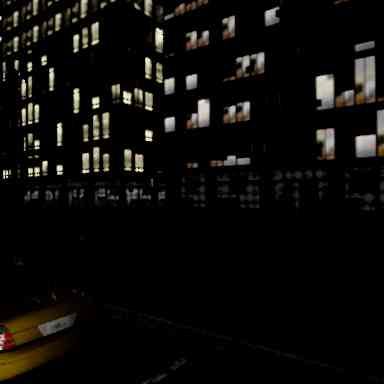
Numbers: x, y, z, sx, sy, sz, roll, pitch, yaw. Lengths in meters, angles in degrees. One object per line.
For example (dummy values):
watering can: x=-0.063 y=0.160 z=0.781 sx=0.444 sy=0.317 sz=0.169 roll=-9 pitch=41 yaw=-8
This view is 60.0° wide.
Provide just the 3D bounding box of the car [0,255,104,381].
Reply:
car: x=-3.496 y=1.603 z=5.363 sx=4.829 sy=1.417 sz=1.752 roll=-1 pitch=0 yaw=36
